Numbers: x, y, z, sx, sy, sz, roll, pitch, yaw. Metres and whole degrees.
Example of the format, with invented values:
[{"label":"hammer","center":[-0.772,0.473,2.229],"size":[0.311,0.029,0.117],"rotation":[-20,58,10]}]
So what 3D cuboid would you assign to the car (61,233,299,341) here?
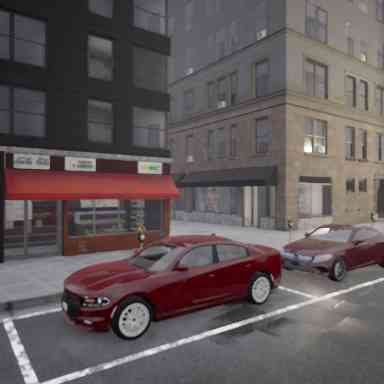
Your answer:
[{"label":"car","center":[-0.163,1.551,6.526],"size":[4.507,1.381,1.887],"rotation":[0,0,-35]}]

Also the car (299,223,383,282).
[{"label":"car","center":[4.359,1.593,9.744],"size":[4.206,1.307,1.802],"rotation":[0,0,-35]}]
